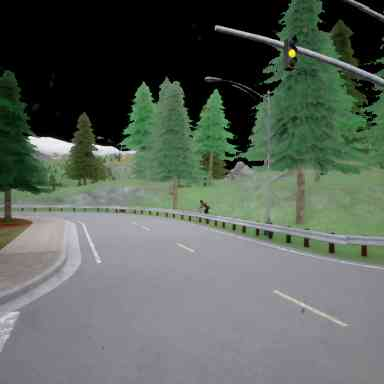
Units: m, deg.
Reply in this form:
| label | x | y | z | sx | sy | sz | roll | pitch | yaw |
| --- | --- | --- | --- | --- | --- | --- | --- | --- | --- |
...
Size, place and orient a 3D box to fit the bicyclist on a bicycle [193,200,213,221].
| label | x | y | z | sx | sy | sz | roll | pitch | yaw |
| --- | --- | --- | --- | --- | --- | --- | --- | --- | --- |
| bicyclist on a bicycle | 0.876 | 1.432 | 25.515 | 1.656 | 1.620 | 0.582 | -1 | 2 | -20 |
